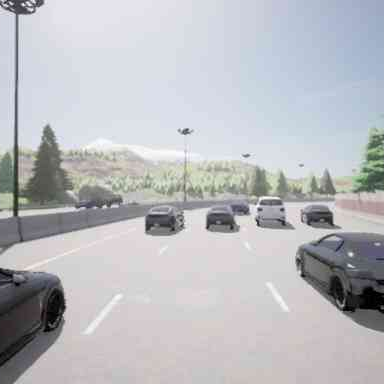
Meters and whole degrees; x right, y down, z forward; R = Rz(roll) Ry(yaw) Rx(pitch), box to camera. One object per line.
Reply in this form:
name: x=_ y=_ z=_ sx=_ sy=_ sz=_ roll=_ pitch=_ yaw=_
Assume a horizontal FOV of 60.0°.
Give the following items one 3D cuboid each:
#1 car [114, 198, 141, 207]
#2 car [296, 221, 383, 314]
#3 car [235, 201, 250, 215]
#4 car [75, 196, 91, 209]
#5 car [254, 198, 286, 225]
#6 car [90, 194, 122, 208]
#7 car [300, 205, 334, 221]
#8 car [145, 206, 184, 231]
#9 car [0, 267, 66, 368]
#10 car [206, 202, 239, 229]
car: x=-9.377 y=1.977 z=50.281 sx=1.994 sy=1.385 sz=4.181 roll=0 pitch=0 yaw=19
car: x=3.876 y=1.640 z=7.850 sx=1.994 sy=1.385 sz=4.181 roll=0 pitch=0 yaw=3
car: x=5.669 y=1.809 z=39.087 sx=1.882 sy=1.535 sz=5.008 roll=0 pitch=0 yaw=16
car: x=-16.019 y=1.685 z=52.489 sx=2.150 sy=2.045 sz=5.566 roll=0 pitch=0 yaw=19
car: x=6.119 y=1.451 z=26.244 sx=2.150 sy=2.045 sz=5.566 roll=0 pitch=-1 yaw=11
car: x=-12.701 y=1.254 z=51.376 sx=2.150 sy=2.045 sz=5.566 roll=0 pitch=0 yaw=19
car: x=9.612 y=1.741 z=25.757 sx=1.837 sy=1.490 sz=4.892 roll=0 pitch=-1 yaw=11
car: x=-1.716 y=1.676 z=21.873 sx=1.837 sy=1.490 sz=4.892 roll=0 pitch=0 yaw=8
car: x=-3.266 y=1.589 z=4.269 sx=1.994 sy=1.385 sz=4.181 roll=0 pitch=0 yaw=1
car: x=2.084 y=1.699 z=23.303 sx=1.837 sy=1.490 sz=4.892 roll=0 pitch=0 yaw=9
